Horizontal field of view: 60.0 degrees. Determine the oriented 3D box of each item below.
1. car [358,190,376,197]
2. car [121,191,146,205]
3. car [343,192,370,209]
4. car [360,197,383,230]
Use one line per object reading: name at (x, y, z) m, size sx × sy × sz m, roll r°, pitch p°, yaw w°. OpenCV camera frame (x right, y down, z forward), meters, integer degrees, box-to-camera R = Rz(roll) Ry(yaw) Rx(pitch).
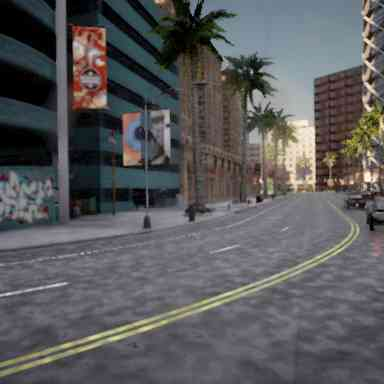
car at (37.081, 0.449, 70.139) m, size 2.185 × 1.767 × 4.553 m, roll -1°, pitch 0°, yaw 20°
car at (-8.381, 0.900, 47.499) m, size 2.435 × 2.045 × 5.566 m, roll -1°, pitch 0°, yaw 20°
car at (17.879, 1.055, 36.592) m, size 1.837 × 1.490 × 4.892 m, roll -1°, pitch 0°, yaw 20°
car at (10.874, 1.238, 18.696) m, size 2.128 × 1.511 × 4.902 m, roll -1°, pitch 0°, yaw 25°
